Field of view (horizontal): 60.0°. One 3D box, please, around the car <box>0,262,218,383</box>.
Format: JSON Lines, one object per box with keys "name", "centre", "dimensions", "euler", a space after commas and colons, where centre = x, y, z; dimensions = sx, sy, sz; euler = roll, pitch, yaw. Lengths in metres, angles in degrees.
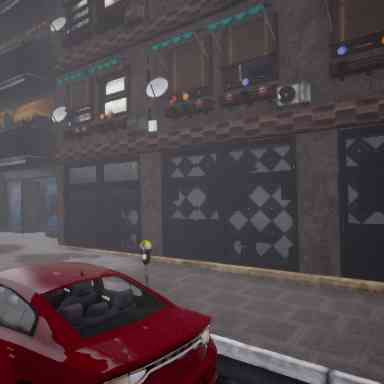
{"name": "car", "centre": [-1.848, 1.547, 4.062], "dimensions": [4.507, 1.381, 1.887], "euler": [0, -1, 36]}
